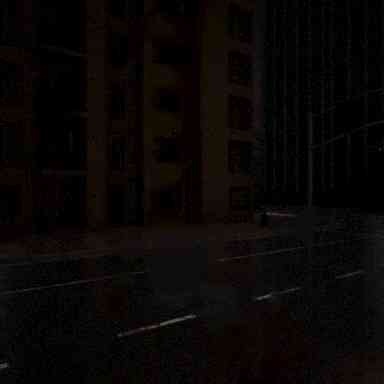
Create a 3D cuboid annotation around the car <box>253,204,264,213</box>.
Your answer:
[{"bbox_3d":[5.739,1.601,36.784,1.895,1.301,4.718,0,0,-35],"label":"car"}]
